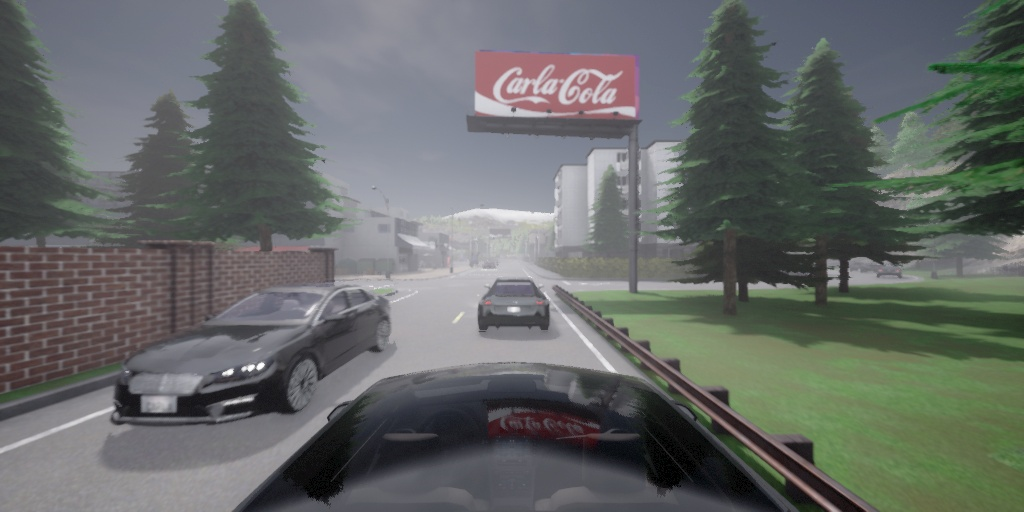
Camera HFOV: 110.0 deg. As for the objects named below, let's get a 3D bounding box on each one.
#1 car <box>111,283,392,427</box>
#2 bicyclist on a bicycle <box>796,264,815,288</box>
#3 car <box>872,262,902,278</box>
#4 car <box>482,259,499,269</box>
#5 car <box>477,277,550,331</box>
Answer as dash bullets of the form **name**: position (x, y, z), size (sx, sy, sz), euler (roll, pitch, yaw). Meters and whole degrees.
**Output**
- **car**: position (-3.584, 1.250, 6.099), size (2.128, 1.511, 4.902), euler (0, 0, 0)
- **bicyclist on a bicycle**: position (19.341, 1.290, 23.441), size (0.582, 1.620, 1.656), euler (-2, -3, -13)
- **car**: position (39.821, 1.542, 37.912), size (5.357, 1.411, 2.033), euler (0, 0, -44)
- **car**: position (-3.550, 1.419, 56.985), size (1.994, 1.385, 4.181), euler (0, 0, 0)
- **car**: position (0.064, 1.331, 11.083), size (1.994, 1.385, 4.181), euler (0, 0, 1)
